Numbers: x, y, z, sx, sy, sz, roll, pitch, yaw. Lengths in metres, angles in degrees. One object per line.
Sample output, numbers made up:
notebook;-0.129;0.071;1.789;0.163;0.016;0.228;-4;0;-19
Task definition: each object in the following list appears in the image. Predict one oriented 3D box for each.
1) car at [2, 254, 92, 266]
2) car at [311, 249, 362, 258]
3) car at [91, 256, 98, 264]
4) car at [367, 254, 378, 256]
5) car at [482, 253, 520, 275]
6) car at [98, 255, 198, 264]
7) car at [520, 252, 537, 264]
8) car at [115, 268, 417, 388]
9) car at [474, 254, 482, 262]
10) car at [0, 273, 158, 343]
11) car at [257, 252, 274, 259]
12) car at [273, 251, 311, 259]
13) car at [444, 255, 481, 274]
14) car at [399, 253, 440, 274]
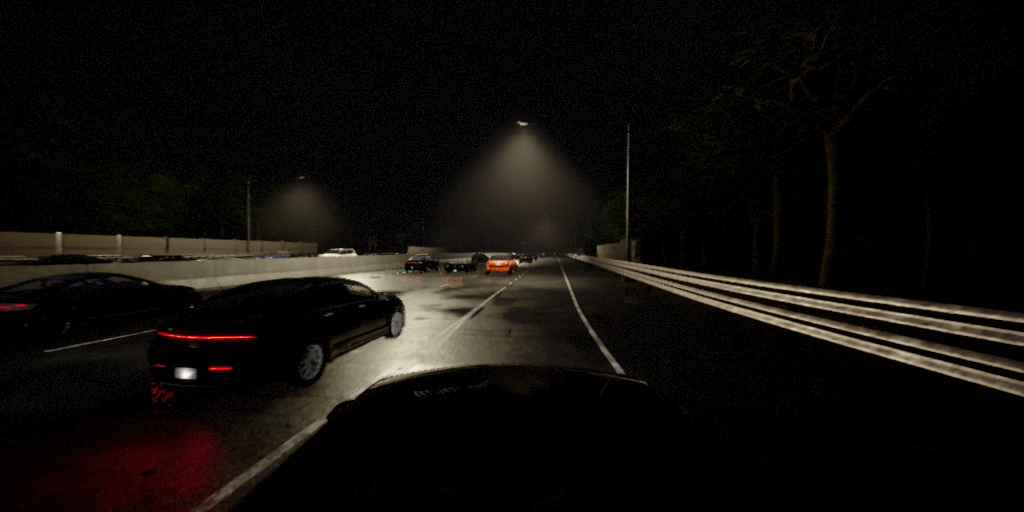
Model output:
car;-29.924;0.627;23.832;1.882;1.535;5.008;1;1;7
car;-20.615;0.157;42.413;2.150;2.045;5.566;1;1;7
car;-26.199;0.719;25.482;1.994;1.385;4.181;1;1;7
car;-22.449;0.306;56.321;1.895;1.301;4.718;1;1;7
car;-0.833;0.639;30.529;2.097;1.767;4.553;1;1;7
car;-22.935;0.720;23.350;1.837;1.490;4.892;1;1;7
car;2.251;0.408;56.260;2.128;1.511;4.902;1;1;7
car;-3.682;1.143;6.764;1.837;1.490;4.892;1;1;7
car;-4.937;0.350;55.106;1.882;1.535;5.008;1;1;7
car;-10.455;1.109;9.082;1.994;1.385;4.181;1;1;7
car;-27.684;0.230;42.226;2.097;1.767;4.553;1;1;7
car;-24.315;0.429;41.056;1.837;1.490;4.892;1;1;7
car;-4.300;0.851;31.017;1.895;1.301;4.718;1;1;7
car;-7.777;0.707;31.412;2.128;1.511;4.902;1;1;7
